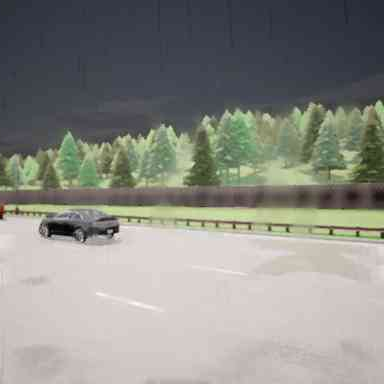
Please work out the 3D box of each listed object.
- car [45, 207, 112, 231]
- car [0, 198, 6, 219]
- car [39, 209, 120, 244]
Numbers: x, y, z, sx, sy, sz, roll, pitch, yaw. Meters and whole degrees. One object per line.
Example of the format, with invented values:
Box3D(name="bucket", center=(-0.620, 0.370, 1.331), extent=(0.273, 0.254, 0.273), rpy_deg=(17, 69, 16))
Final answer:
Box3D(name="car", center=(-7.722, 1.762, 22.420), extent=(4.718, 1.301, 1.895), rpy_deg=(-1, 0, 36))
Box3D(name="car", center=(-19.504, 1.506, 30.879), extent=(5.566, 2.045, 2.150), rpy_deg=(-1, 0, 36))
Box3D(name="car", center=(-5.718, 1.612, 16.658), extent=(4.902, 1.511, 2.128), rpy_deg=(-1, 0, 36))
